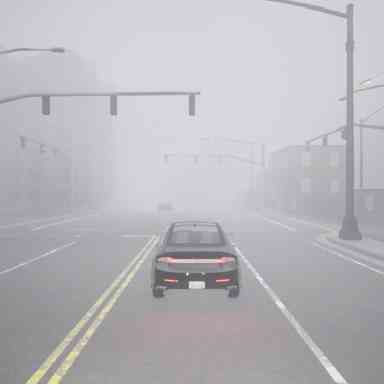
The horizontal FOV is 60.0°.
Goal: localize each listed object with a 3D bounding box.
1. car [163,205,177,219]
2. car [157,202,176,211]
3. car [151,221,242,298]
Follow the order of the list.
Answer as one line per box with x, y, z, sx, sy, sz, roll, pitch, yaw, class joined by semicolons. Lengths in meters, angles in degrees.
-3.608;3.305;54.595;1.882;1.535;5.008;0;-11;0;car
-3.607;2.055;45.461;1.994;1.385;4.181;0;-4;0;car
0.073;1.492;8.525;2.128;1.511;4.902;0;0;0;car
